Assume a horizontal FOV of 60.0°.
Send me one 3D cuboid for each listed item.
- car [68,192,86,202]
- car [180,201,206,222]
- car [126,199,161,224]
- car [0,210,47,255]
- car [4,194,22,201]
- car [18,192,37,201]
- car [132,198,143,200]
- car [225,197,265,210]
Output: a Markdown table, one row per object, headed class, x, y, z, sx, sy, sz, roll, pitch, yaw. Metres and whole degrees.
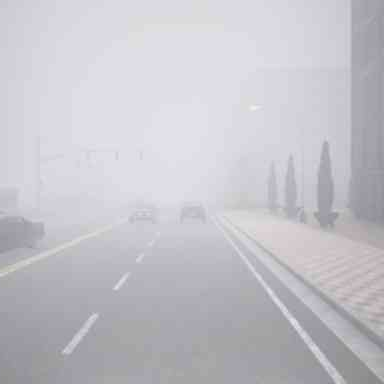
| class | x | y | z | sx | sy | sz | roll | pitch | yaw |
| --- | --- | --- | --- | --- | --- | --- | --- | --- | --- |
| car | -30.220 | 1.248 | 87.474 | 1.970 | 1.475 | 3.806 | 0 | 0 | 0 |
| car | 0.058 | 1.434 | 26.305 | 1.882 | 1.535 | 5.008 | 0 | -1 | 0 |
| car | -3.403 | 1.506 | 24.374 | 2.033 | 1.411 | 5.357 | 0 | 0 | 0 |
| car | -7.048 | 1.528 | 11.690 | 2.033 | 1.411 | 5.357 | 0 | 0 | 1 |
| car | -38.935 | 1.241 | 72.403 | 1.784 | 1.438 | 3.905 | 0 | 0 | 0 |
| car | -36.040 | 1.273 | 72.392 | 1.970 | 1.475 | 3.806 | 0 | 0 | 0 |
| car | -6.828 | 1.463 | 42.084 | 1.994 | 1.385 | 4.181 | 0 | 0 | -32 |
| car | 6.505 | 1.357 | 40.477 | 5.008 | 1.535 | 1.882 | 0 | -2 | -17 |
